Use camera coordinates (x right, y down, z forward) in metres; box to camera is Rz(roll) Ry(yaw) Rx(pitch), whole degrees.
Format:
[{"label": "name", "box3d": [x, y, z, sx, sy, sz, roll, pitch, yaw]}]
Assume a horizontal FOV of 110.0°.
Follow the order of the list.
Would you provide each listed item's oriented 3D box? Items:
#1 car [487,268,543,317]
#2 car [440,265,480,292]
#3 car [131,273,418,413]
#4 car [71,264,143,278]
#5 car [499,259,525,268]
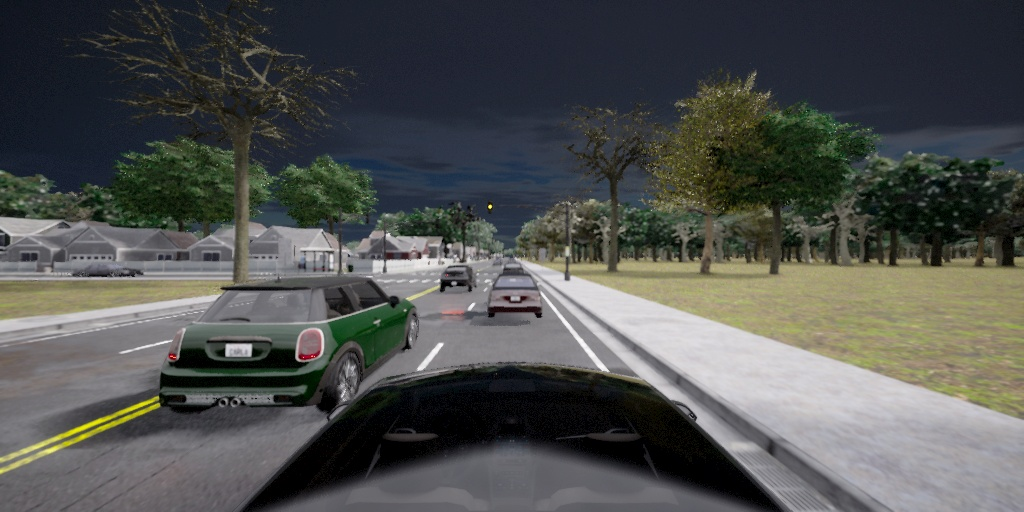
[{"label": "car", "box3d": [0.100, 1.331, 13.246, 2.033, 1.411, 5.357, 0, 0, 0]}, {"label": "car", "box3d": [-3.160, 1.309, 21.919, 1.837, 1.490, 4.892, 0, -1, 0]}, {"label": "car", "box3d": [-3.148, 1.115, 6.255, 2.097, 1.767, 4.553, 0, 0, 0]}, {"label": "car", "box3d": [-38.500, 1.449, 34.211, 5.357, 1.411, 2.033, 0, 0, 0]}, {"label": "car", "box3d": [0.094, 1.312, 31.684, 1.882, 1.535, 5.008, 0, 0, 0]}]
